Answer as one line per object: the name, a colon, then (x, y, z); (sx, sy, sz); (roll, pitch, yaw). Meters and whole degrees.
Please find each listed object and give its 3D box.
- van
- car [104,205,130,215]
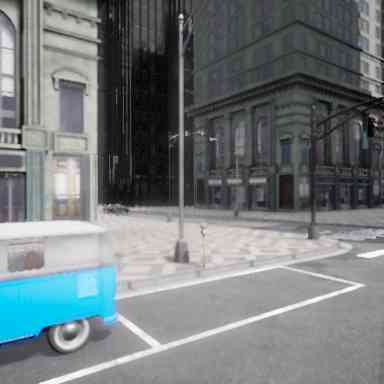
van: (-3.021, 1.341, 4.497); (3.998, 1.788, 1.690); (0, 0, -36)
car: (-9.910, 2.310, 43.905); (1.895, 1.301, 4.718); (0, -1, -35)
